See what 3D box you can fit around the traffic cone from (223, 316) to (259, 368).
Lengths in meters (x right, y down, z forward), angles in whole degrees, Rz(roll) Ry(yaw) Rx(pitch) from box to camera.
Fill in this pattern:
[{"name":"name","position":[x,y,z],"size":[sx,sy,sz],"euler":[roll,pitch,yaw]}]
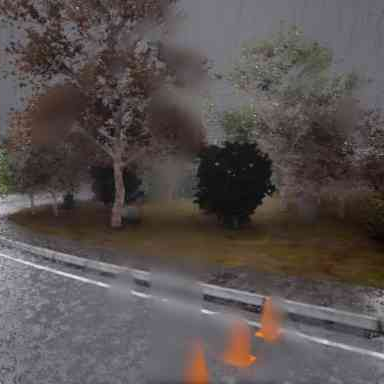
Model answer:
[{"name":"traffic cone","position":[0.649,1.984,4.511],"size":[0.340,0.580,0.340],"euler":[0,0,35]}]

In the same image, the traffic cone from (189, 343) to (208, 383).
[{"name":"traffic cone","position":[0.072,1.978,3.695],"size":[0.340,0.580,0.340],"euler":[0,0,35]}]

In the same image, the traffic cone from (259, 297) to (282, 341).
[{"name":"traffic cone","position":[1.226,1.990,5.328],"size":[0.340,0.580,0.340],"euler":[0,0,35]}]
